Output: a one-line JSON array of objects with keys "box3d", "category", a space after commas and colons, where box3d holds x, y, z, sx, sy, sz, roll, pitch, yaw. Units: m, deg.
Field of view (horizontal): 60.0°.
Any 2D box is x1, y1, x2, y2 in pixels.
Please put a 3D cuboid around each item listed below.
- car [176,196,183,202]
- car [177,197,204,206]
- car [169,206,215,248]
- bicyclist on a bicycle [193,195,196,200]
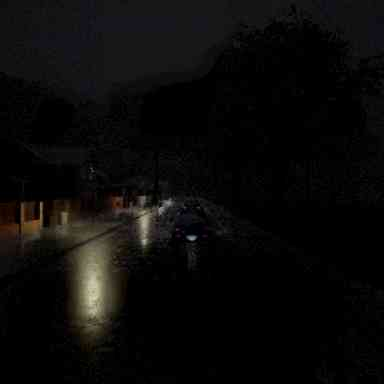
[{"box3d": [-2.750, 1.593, 75.962, 2.128, 1.511, 4.902, 0, 0, 0], "category": "car"}, {"box3d": [0.000, 1.515, 29.689, 2.128, 1.511, 4.902, 0, 0, 0], "category": "car"}, {"box3d": [0.000, 1.538, 14.689, 1.812, 1.442, 4.674, 0, 0, 0], "category": "car"}, {"box3d": [0.758, 1.602, 90.088, 0.582, 1.620, 1.656, 0, 0, 0], "category": "bicyclist on a bicycle"}]
